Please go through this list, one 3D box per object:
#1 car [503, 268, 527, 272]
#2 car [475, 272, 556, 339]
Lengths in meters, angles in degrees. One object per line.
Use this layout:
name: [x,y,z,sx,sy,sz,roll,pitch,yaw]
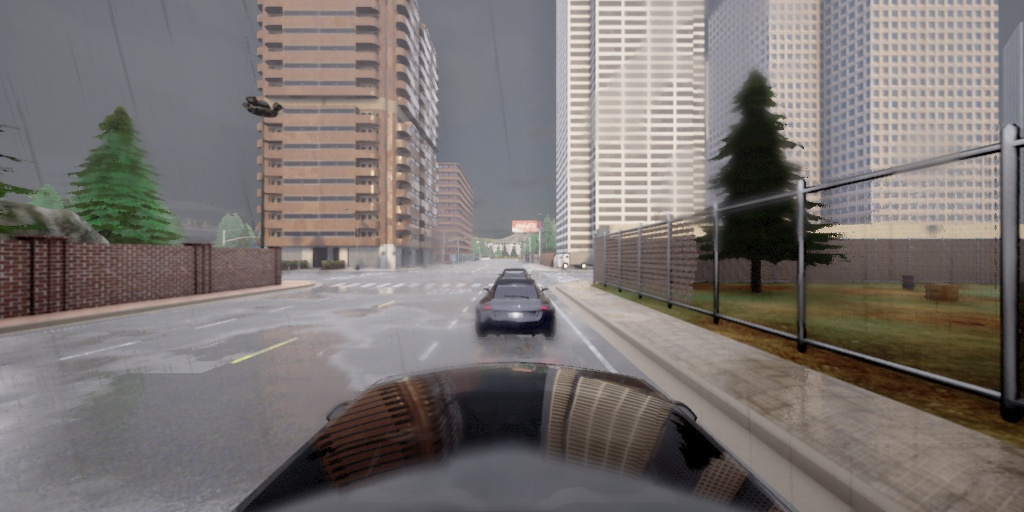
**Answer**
car: [0.166,1.340,19.176,1.994,1.385,4.181,0,0,1]
car: [0.099,1.323,10.163,1.994,1.385,4.181,0,0,0]
